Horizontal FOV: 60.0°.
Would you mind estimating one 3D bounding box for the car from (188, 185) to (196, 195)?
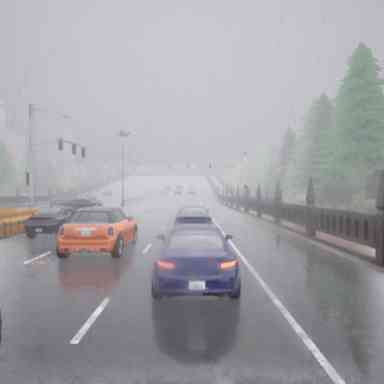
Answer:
[{"bbox_3d":[-0.098,-0.107,86.023,1.882,1.535,5.008,0,7,0],"label":"car"}]

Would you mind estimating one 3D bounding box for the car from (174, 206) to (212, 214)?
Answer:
[{"bbox_3d":[0.062,1.470,17.636,1.882,1.535,5.008,0,0,0],"label":"car"}]

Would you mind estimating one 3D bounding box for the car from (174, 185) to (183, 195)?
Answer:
[{"bbox_3d":[-3.598,-0.085,86.035,1.837,1.490,4.892,0,7,0],"label":"car"}]

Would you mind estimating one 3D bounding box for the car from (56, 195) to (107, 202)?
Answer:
[{"bbox_3d":[-12.795,1.487,38.851,4.892,1.490,1.837,0,1,-35],"label":"car"}]

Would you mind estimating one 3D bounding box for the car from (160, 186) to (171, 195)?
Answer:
[{"bbox_3d":[-7.098,-0.061,86.050,1.812,1.442,4.674,0,7,0],"label":"car"}]

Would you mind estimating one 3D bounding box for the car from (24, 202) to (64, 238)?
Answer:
[{"bbox_3d":[-6.940,1.497,17.477,1.837,1.490,4.892,0,0,0],"label":"car"}]

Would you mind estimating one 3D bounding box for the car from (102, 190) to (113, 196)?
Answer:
[{"bbox_3d":[-21.109,0.317,82.926,1.994,1.385,4.181,0,6,0],"label":"car"}]

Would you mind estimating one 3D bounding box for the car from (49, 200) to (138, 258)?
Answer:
[{"bbox_3d":[-3.428,1.346,12.836,2.097,1.767,4.553,0,0,0],"label":"car"}]

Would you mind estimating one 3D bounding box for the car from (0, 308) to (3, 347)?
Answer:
[{"bbox_3d":[-3.406,1.490,2.446,2.128,1.511,4.902,0,0,0],"label":"car"}]

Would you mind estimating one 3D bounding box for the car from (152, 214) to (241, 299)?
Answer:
[{"bbox_3d":[0.083,1.522,8.305,1.812,1.442,4.674,0,0,0],"label":"car"}]

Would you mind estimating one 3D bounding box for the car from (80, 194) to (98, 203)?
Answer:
[{"bbox_3d":[-21.146,1.315,68.482,2.033,1.411,5.357,0,2,0],"label":"car"}]

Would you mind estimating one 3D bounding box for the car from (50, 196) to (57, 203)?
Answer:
[{"bbox_3d":[-21.189,1.328,53.799,2.097,1.767,4.553,0,0,0],"label":"car"}]
